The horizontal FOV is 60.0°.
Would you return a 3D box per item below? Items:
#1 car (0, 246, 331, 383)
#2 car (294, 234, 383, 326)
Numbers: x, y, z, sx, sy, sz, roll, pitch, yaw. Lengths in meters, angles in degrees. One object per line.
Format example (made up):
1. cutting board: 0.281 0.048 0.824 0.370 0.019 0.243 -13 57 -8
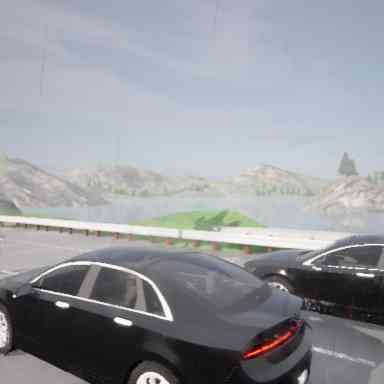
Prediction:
1. car: -0.950 1.510 4.515 4.892 1.490 1.837 0 0 35
2. car: 3.239 1.507 5.863 4.892 1.490 1.837 0 0 35
